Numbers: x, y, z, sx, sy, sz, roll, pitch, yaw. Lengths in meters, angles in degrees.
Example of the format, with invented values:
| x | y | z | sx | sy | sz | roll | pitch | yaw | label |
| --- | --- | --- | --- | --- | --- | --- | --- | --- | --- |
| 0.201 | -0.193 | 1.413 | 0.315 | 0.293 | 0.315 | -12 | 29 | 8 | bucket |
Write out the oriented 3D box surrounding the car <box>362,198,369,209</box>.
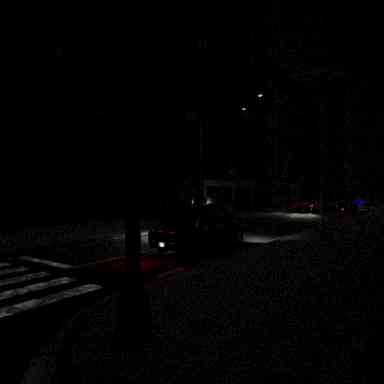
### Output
| x | y | z | sx | sy | sz | roll | pitch | yaw | label |
| --- | --- | --- | --- | --- | --- | --- | --- | --- | --- |
| 23.586 | 1.537 | 46.749 | 1.812 | 1.442 | 4.674 | 0 | 0 | 35 | car |

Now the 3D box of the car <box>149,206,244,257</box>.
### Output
| x | y | z | sx | sy | sz | roll | pitch | yaw | label |
| --- | --- | --- | --- | --- | --- | --- | --- | --- | --- |
| 0.364 | 1.510 | 13.142 | 1.837 | 1.490 | 4.892 | 0 | 0 | 35 | car |

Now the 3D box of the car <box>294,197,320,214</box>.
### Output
| x | y | z | sx | sy | sz | roll | pitch | yaw | label |
| --- | --- | --- | --- | --- | --- | --- | --- | --- | --- |
| 12.547 | 1.342 | 35.745 | 2.097 | 1.767 | 4.553 | 0 | 0 | 35 | car |

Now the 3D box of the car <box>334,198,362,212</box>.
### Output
| x | y | z | sx | sy | sz | roll | pitch | yaw | label |
| --- | --- | --- | --- | --- | --- | --- | --- | --- | --- |
| 17.838 | 1.605 | 38.351 | 1.895 | 1.301 | 4.718 | 0 | 0 | 35 | car |

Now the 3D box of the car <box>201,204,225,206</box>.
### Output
| x | y | z | sx | sy | sz | roll | pitch | yaw | label |
| --- | --- | --- | --- | --- | --- | --- | --- | --- | --- |
| 0.980 | 1.496 | 19.048 | 1.837 | 1.490 | 4.892 | 0 | 0 | 35 | car |
